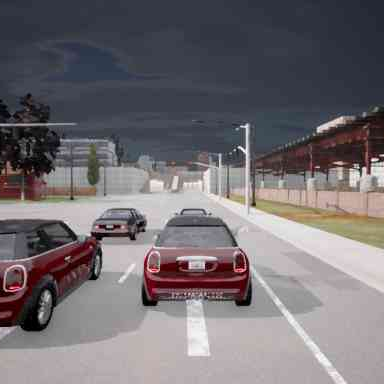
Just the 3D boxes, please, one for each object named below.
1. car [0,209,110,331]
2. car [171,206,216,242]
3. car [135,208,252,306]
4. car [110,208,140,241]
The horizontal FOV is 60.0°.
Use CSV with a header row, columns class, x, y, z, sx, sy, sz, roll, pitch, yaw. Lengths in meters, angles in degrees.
class,x,y,z,sx,sy,sz,roll,pitch,yaw
car,-3.410,1.341,6.997,2.097,1.767,4.553,0,0,0
car,0.070,1.506,16.719,1.994,1.385,4.181,0,0,0
car,0.085,1.337,8.159,2.097,1.767,4.553,0,0,0
car,-3.431,1.488,16.420,2.033,1.411,5.357,0,0,0
